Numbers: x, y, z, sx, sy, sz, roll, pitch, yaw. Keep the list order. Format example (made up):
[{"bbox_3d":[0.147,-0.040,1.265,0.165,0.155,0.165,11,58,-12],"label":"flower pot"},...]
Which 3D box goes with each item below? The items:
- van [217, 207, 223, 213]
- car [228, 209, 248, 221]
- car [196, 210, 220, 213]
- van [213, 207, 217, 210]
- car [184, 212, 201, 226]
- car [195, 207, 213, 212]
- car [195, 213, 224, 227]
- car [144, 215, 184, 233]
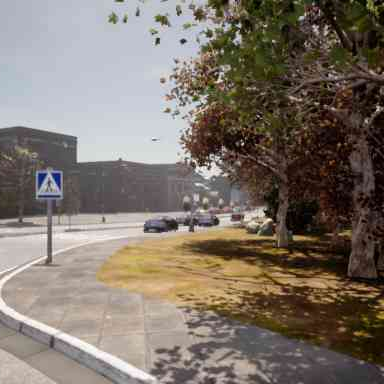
[{"bbox_3d":[5.999,5.080,88.158,1.878,1.987,4.442,0,-2,20],"label":"van"},{"bbox_3d":[8.492,4.404,60.985,1.882,1.535,5.008,0,-2,19],"label":"car"},{"bbox_3d":[2.516,4.149,53.756,2.033,1.411,5.357,0,-2,19],"label":"car"},{"bbox_3d":[4.136,4.884,82.937,1.878,1.987,4.442,0,-2,20],"label":"van"},{"bbox_3d":[-0.793,3.722,44.175,2.033,1.411,5.357,0,-3,20],"label":"car"},{"bbox_3d":[2.305,4.663,77.800,2.435,2.045,5.566,0,-2,20],"label":"car"},{"bbox_3d":[2.295,3.750,43.270,1.994,1.385,4.181,0,-3,19],"label":"car"},{"bbox_3d":[-2.574,2.770,29.200,1.994,1.385,4.181,0,-4,19],"label":"car"}]
